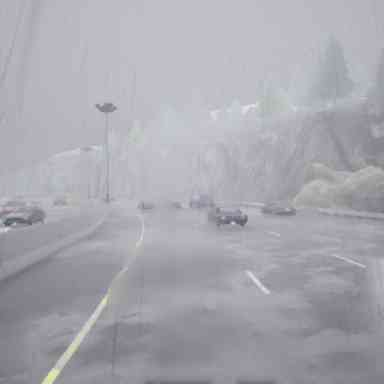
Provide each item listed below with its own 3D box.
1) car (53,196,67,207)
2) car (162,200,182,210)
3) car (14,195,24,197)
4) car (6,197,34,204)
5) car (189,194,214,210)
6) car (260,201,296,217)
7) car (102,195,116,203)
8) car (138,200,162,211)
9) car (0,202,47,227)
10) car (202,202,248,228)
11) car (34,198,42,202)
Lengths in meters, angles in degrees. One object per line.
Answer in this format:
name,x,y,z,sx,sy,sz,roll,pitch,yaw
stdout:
car,-25.832,1.752,65.114,2.150,2.045,5.566,-1,0,-27
car,-2.952,1.744,46.374,1.895,1.301,4.718,-1,0,-17
car,-35.727,1.626,68.645,2.150,2.045,5.566,-1,0,-29
car,-18.211,1.713,34.191,2.097,1.767,4.553,-1,0,-14
car,1.234,1.296,44.465,2.150,2.045,5.566,0,0,-17
car,7.903,1.503,30.873,1.994,1.385,4.181,-1,0,-12
car,-18.549,1.418,73.826,2.097,1.767,4.553,-1,0,-29
car,-5.838,1.730,43.268,2.033,1.411,5.357,-1,0,-18
car,-12.830,1.805,25.904,2.033,1.411,5.357,-1,0,-10
car,2.212,1.613,22.452,1.895,1.301,4.718,-1,0,-7
car,-33.450,2.084,71.709,1.882,1.535,5.008,-1,0,-31
